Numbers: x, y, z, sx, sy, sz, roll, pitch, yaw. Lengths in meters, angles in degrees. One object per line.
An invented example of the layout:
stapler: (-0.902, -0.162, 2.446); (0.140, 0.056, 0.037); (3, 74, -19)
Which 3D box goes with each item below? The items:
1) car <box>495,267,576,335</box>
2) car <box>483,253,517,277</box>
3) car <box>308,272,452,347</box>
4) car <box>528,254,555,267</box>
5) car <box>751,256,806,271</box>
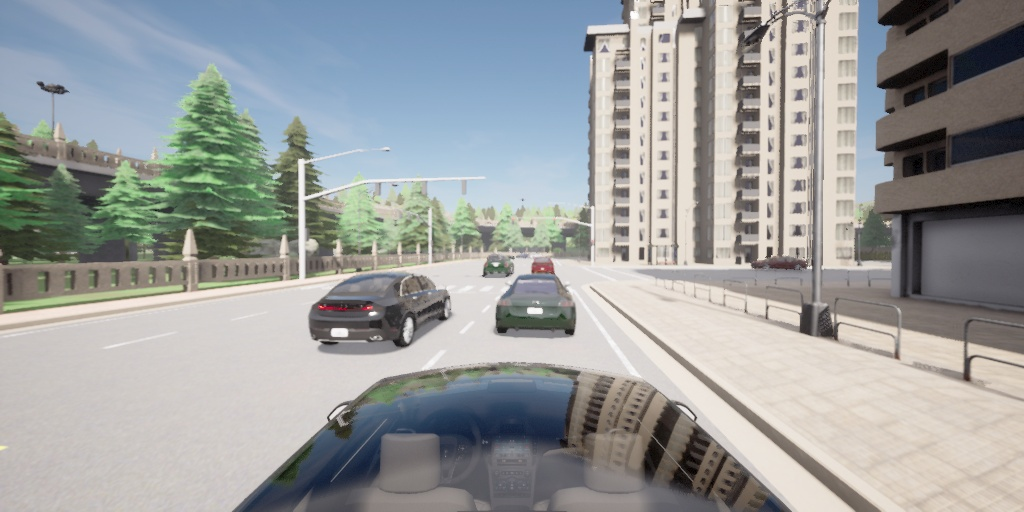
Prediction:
car: (0.716, 1.187, 10.135); (1.994, 1.385, 4.181); (0, 1, 6)
car: (-1.016, 0.698, 29.255); (2.097, 1.767, 4.553); (0, 0, 5)
car: (-2.917, 1.139, 8.994); (1.837, 1.490, 4.892); (0, 1, 6)
car: (2.643, 0.828, 30.768); (1.882, 1.535, 5.008); (0, 1, 5)
car: (28.076, 0.778, 37.903); (5.008, 1.535, 1.882); (0, 1, 5)
